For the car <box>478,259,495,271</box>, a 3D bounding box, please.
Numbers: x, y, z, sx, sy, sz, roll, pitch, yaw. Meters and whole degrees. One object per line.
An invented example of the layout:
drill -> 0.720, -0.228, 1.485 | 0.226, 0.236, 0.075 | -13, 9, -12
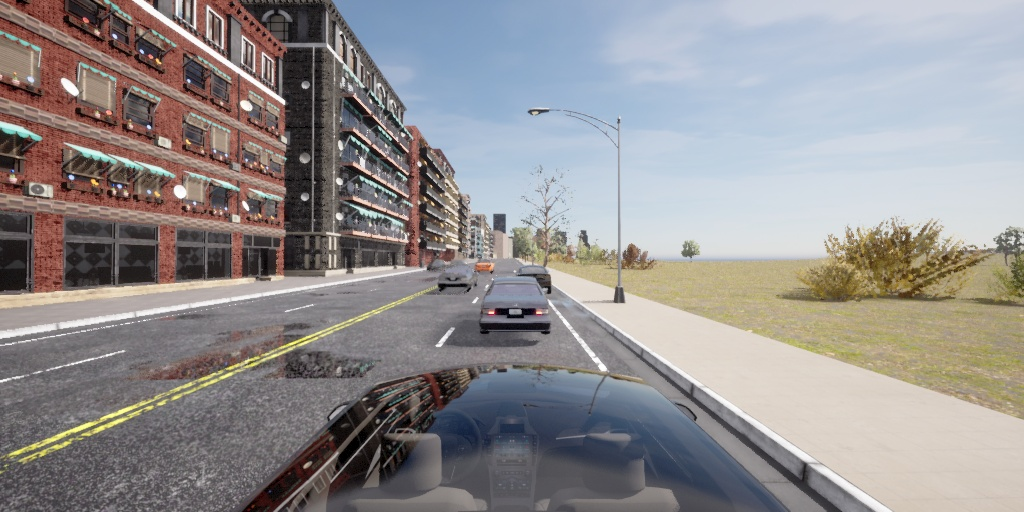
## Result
car -> -3.186, 1.103, 42.409 | 2.097, 1.767, 4.553 | 0, 0, 0

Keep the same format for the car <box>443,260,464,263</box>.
car -> -6.639, 1.256, 43.462 | 1.837, 1.490, 4.892 | 0, 0, 0

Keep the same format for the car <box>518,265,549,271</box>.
car -> 1.119, 1.230, 20.327 | 1.882, 1.535, 5.008 | 0, 0, 0

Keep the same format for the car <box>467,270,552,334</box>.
car -> 0.094, 1.299, 10.564 | 2.033, 1.411, 5.357 | 0, 0, 0

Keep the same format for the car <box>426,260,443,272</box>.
car -> -9.891, 1.256, 47.058 | 1.837, 1.490, 4.892 | 0, 0, 0

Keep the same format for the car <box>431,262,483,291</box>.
car -> -3.171, 1.299, 21.777 | 2.033, 1.411, 5.357 | 0, 0, 0
